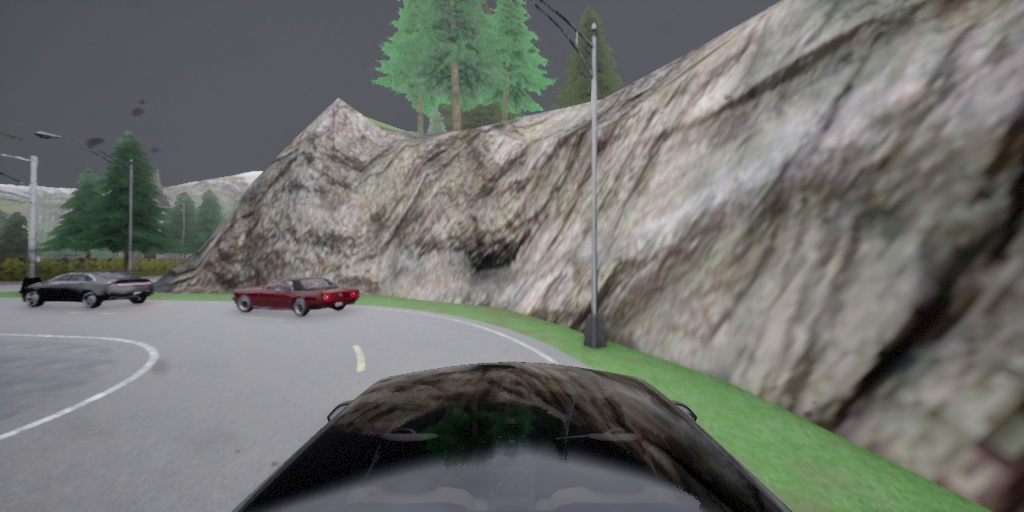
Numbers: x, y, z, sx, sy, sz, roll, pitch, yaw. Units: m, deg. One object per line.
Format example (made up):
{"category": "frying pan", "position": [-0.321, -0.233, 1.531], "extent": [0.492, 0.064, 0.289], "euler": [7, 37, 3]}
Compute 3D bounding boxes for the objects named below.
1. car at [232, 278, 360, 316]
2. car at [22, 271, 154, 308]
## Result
{"category": "car", "position": [-8.328, 1.473, 13.753], "extent": [4.718, 1.301, 1.895], "euler": [0, -1, 21]}
{"category": "car", "position": [-18.249, 1.381, 15.496], "extent": [4.902, 1.511, 2.128], "euler": [0, -1, 8]}
